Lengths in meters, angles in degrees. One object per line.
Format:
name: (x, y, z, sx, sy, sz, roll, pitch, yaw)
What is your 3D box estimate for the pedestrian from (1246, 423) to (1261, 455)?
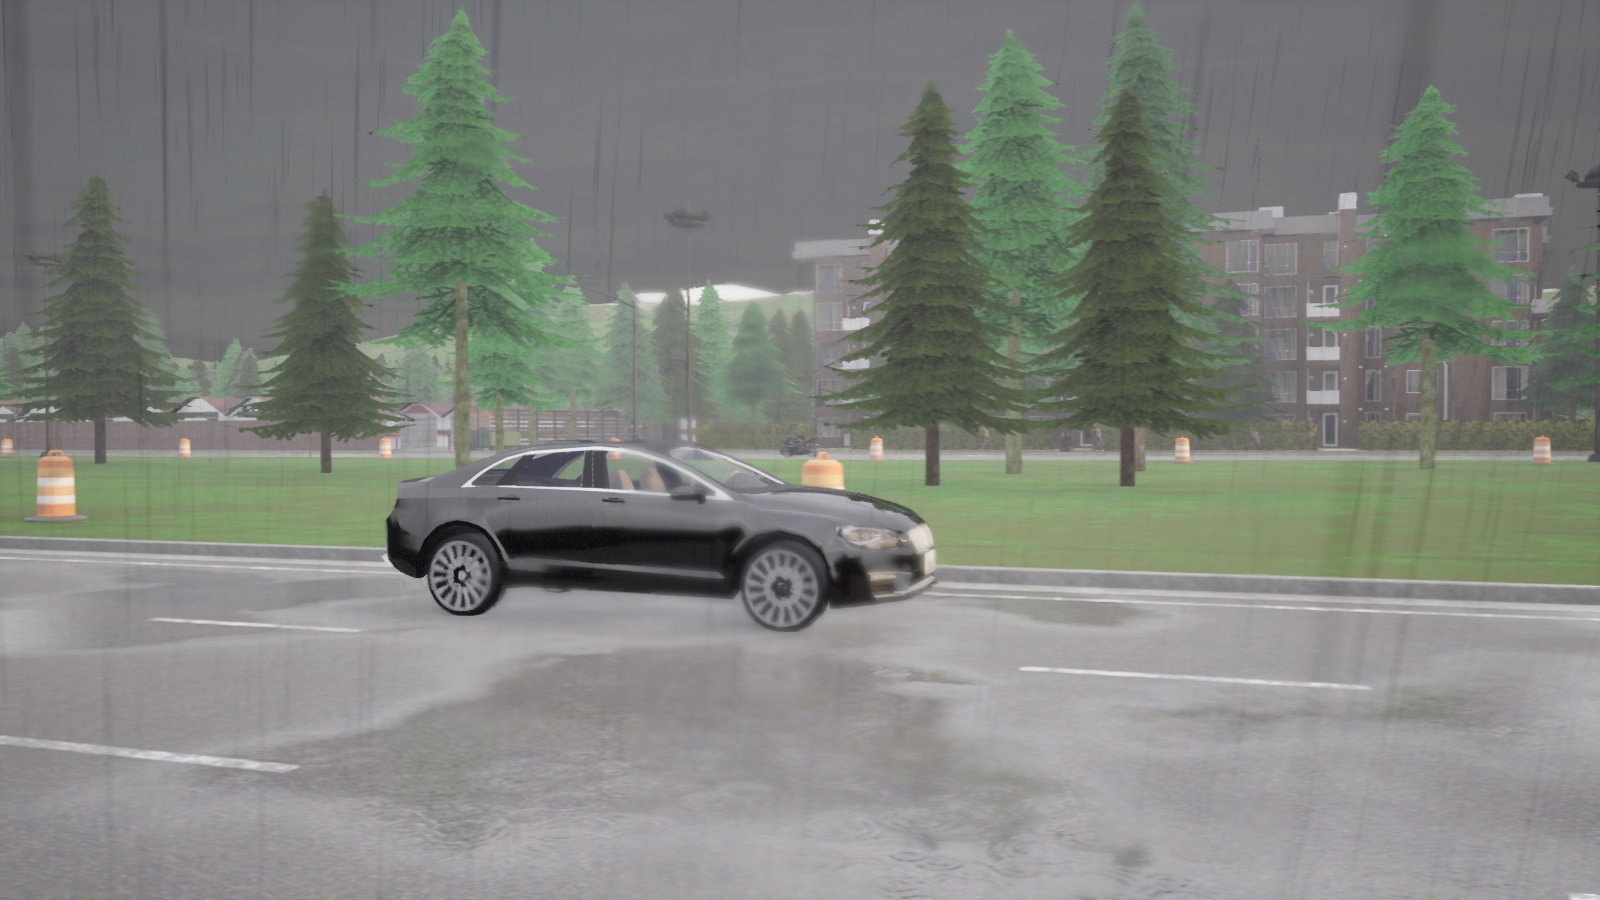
pedestrian: (28.126, -0.686, 77.853, 0.873, 1.952, 0.659, 1, 1, 20)

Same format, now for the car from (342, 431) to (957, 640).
car: (-1.265, 0.602, 11.003, 4.902, 1.511, 2.128, 1, 1, 19)

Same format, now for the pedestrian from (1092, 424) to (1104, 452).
pedestrian: (19.128, -0.765, 80.724, 0.706, 1.836, 0.354, 1, 1, 19)

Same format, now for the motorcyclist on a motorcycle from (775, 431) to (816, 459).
motorcyclist on a motorcycle: (-0.278, -0.291, 71.888, 2.191, 1.530, 0.866, 1, 1, 19)
